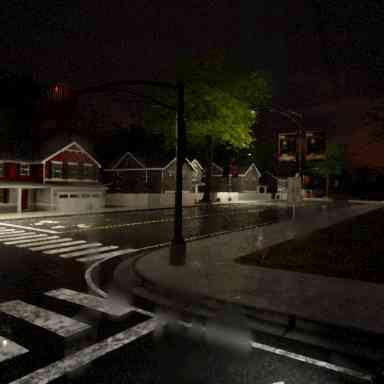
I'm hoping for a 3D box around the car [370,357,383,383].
[{"bbox_3d":[3.361,1.506,1.283,4.892,1.490,1.837,0,0,35],"label":"car"}]

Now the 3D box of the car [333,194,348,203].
[{"bbox_3d":[28.010,1.206,62.723,2.128,1.511,4.902,1,0,36],"label":"car"}]
